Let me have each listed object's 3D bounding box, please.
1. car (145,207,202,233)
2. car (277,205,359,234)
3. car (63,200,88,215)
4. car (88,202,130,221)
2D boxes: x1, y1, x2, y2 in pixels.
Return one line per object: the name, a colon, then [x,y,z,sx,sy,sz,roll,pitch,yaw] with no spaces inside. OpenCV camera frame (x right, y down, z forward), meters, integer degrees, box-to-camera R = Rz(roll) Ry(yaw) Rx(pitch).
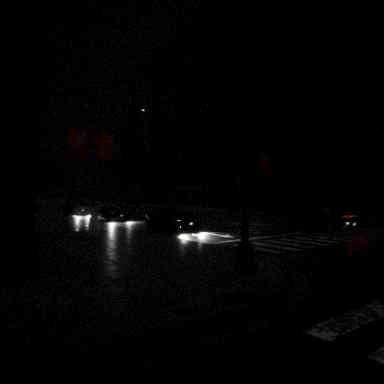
car: [-1.207,1.619,20.347,1.994,1.385,4.181,0,0,-36]
car: [7.350,1.539,19.923,2.128,1.511,4.902,0,0,-36]
car: [-12.712,1.622,36.369,2.128,1.511,4.902,0,0,-35]
car: [-6.944,1.619,28.334,1.812,1.442,4.674,0,0,-36]
